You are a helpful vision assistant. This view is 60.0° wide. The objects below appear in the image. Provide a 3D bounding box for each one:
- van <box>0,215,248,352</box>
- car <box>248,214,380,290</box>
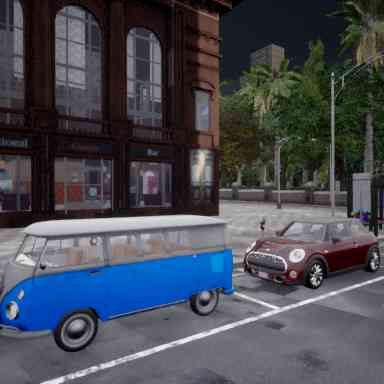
[{"bbox_3d":[-1.103,1.341,5.874,3.998,1.788,1.690,0,0,-36],"label":"van"},{"bbox_3d":[3.298,1.439,9.048,4.097,1.590,1.967,0,0,-36],"label":"car"}]
